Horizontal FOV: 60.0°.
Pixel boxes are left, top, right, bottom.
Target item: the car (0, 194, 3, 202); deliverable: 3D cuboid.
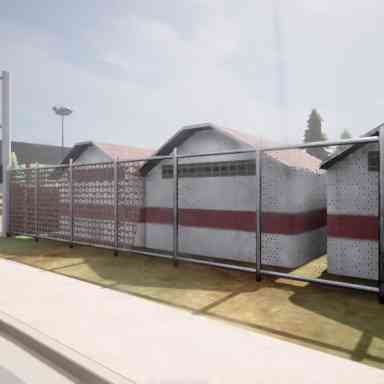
[{"bbox_3d":[-22.540,1.222,40.007,2.150,2.045,5.566,0,0,37],"label":"car"}]
